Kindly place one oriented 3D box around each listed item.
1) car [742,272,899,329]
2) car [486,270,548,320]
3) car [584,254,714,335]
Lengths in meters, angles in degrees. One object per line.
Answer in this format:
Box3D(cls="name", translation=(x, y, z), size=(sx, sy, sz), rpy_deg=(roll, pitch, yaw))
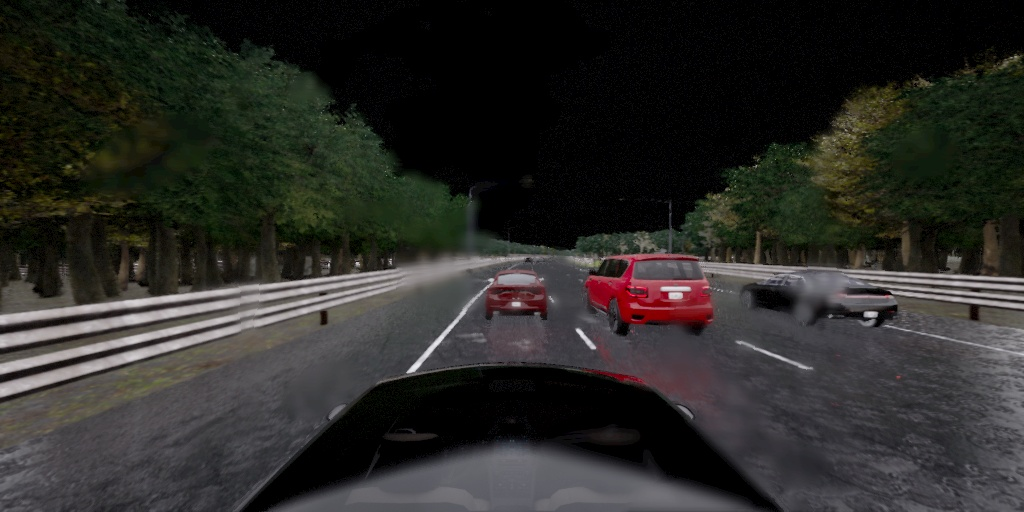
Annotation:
Box3D(cls="car", translation=(9.243, 1.245, 11.357), size=(2.128, 1.511, 4.902), rpy_deg=(0, 0, 7))
Box3D(cls="car", translation=(0.174, 1.226, 12.725), size=(1.882, 1.535, 5.008), rpy_deg=(0, 0, 1))
Box3D(cls="car", translation=(3.651, 0.972, 10.620), size=(2.150, 2.045, 5.566), rpy_deg=(0, 0, 0))
